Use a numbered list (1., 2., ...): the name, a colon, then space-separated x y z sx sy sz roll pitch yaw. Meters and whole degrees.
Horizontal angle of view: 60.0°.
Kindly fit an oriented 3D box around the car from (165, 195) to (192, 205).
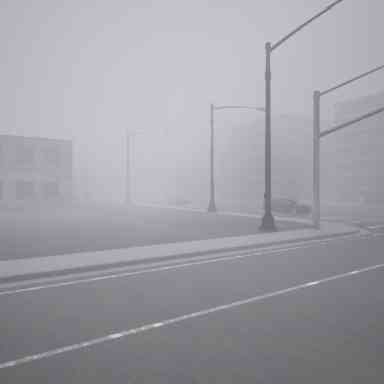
1. car: -2.043 1.151 48.166 1.895 1.301 4.718 0 1 -34

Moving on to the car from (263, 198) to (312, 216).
1. car: 9.069 1.345 31.984 1.882 1.535 5.008 0 1 -35
